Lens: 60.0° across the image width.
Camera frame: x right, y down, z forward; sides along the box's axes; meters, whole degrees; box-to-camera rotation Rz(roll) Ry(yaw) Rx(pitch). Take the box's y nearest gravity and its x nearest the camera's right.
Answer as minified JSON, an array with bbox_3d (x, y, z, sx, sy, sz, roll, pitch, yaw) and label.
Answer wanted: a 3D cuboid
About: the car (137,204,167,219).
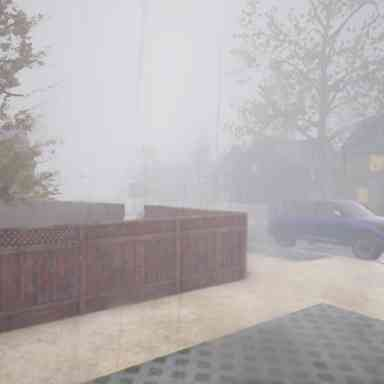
[{"bbox_3d":[-2.279,1.685,23.982,1.837,1.490,4.892,2,-1,-35],"label":"car"}]

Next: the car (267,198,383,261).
[{"bbox_3d":[5.479,1.261,12.873,2.150,2.045,5.566,2,-2,-35],"label":"car"}]

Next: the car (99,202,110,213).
[{"bbox_3d":[-11.629,2.007,42.453,1.812,1.442,4.674,1,-2,-34],"label":"car"}]

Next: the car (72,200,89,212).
[{"bbox_3d":[-13.490,1.761,40.138,2.097,1.767,4.553,1,-1,-35],"label":"car"}]
